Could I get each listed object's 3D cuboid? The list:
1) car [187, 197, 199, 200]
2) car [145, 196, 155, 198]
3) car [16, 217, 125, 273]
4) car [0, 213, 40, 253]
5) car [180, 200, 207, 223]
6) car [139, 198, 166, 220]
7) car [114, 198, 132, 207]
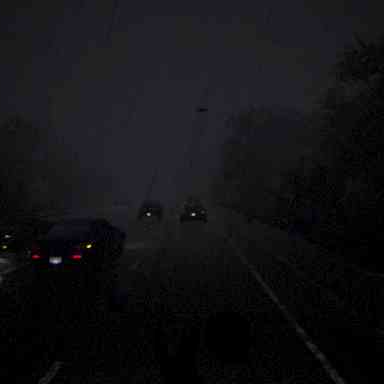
[{"bbox_3d":[0.106,1.361,42.172,2.097,1.767,4.553,0,0,0],"label":"car"},{"bbox_3d":[-7.054,1.503,55.582,2.128,1.511,4.902,0,0,0],"label":"car"},{"bbox_3d":[-3.398,1.528,10.595,1.812,1.442,4.674,0,0,0],"label":"car"},{"bbox_3d":[-7.099,1.567,13.343,1.994,1.385,4.181,0,0,0],"label":"car"},{"bbox_3d":[0.103,1.569,25.638,1.994,1.385,4.181,0,0,0],"label":"car"},{"bbox_3d":[-3.395,1.511,28.584,1.837,1.490,4.892,0,0,0],"label":"car"},{"bbox_3d":[-10.564,1.575,51.091,1.994,1.385,4.181,0,0,0],"label":"car"}]
